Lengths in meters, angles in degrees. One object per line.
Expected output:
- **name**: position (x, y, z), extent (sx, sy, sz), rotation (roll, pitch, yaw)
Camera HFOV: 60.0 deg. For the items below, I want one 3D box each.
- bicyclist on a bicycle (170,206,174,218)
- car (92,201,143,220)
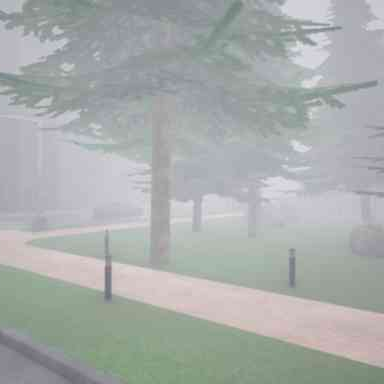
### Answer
- **bicyclist on a bicycle**: position (-2.056, 1.193, 25.735), extent (1.656, 1.620, 0.582), rotation (0, 0, 37)
- **car**: position (-5.937, 1.428, 26.856), extent (1.994, 1.385, 4.181), rotation (1, 0, 37)
